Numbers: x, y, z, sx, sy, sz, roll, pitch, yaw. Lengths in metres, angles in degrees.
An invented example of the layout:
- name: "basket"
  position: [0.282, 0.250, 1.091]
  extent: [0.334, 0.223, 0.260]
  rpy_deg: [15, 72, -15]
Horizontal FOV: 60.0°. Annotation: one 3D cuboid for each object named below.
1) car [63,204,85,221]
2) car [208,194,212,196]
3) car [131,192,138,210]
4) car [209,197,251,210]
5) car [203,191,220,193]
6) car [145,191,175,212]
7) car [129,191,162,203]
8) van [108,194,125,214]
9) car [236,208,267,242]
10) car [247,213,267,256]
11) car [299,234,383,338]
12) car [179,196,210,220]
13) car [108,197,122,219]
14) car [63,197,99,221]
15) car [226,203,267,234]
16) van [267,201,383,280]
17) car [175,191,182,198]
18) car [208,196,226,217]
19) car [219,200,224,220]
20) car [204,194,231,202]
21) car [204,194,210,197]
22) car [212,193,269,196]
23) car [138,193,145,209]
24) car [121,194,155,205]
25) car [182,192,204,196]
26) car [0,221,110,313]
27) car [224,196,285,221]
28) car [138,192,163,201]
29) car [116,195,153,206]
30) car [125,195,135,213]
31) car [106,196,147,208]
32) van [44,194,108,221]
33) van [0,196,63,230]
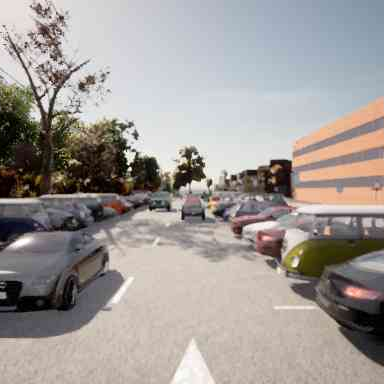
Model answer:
- name: "car"
  position: [-8.187, 1.509, 16.555]
  extent: [4.792, 1.488, 2.163]
  rpy_deg: [0, 1, 0]
- name: "car"
  position: [4.603, 1.298, 33.560]
  extent: [5.366, 1.575, 1.946]
  rpy_deg: [0, 1, 0]
- name: "car"
  position: [-8.181, 1.179, 33.368]
  extent: [4.553, 1.767, 2.185]
  rpy_deg: [0, 1, 0]
- name: "car"
  position: [4.421, 1.283, 39.212]
  extent: [4.674, 1.452, 2.002]
  rpy_deg: [0, 1, 0]
- name: "car"
  position: [4.425, 1.063, 56.164]
  extent: [5.008, 1.535, 2.097]
  rpy_deg: [0, 1, 0]
- name: "car"
  position: [-3.345, 1.018, 35.973]
  extent: [2.150, 2.045, 5.566]
  rpy_deg: [0, 1, 0]
- name: "car"
  position: [-8.125, 0.783, 58.778]
  extent: [5.566, 2.045, 2.435]
  rpy_deg: [0, 1, 0]
- name: "van"
  position: [-8.267, 1.136, 27.846]
  extent: [4.442, 1.987, 1.878]
  rpy_deg: [0, 1, 0]
- name: "car"
  position: [4.418, 1.547, 13.782]
  extent: [4.674, 1.452, 2.002]
  rpy_deg: [0, 1, 0]
- name: "car"
  position: [4.413, 1.571, 10.947]
  extent: [4.674, 1.452, 2.002]
  rpy_deg: [0, 1, 0]
- name: "car"
  position: [4.412, 1.559, 5.282]
  extent: [4.674, 1.452, 2.002]
  rpy_deg: [0, 0, 0]
- name: "car"
  position: [0.098, 1.382, 26.977]
  extent: [2.128, 1.511, 4.902]
  rpy_deg: [0, 1, 0]
- name: "car"
  position: [-8.159, 1.392, 25.023]
  extent: [4.892, 1.521, 2.231]
  rpy_deg: [0, 1, 0]
- name: "car"
  position: [-8.123, 1.325, 19.251]
  extent: [4.553, 1.767, 2.185]
  rpy_deg: [0, 1, 0]
- name: "car"
  position: [4.421, 1.477, 16.607]
  extent: [5.008, 1.535, 2.097]
  rpy_deg: [0, 1, 0]
- name: "van"
  position: [4.299, 1.309, 7.990]
  extent: [4.442, 1.987, 1.878]
  rpy_deg: [0, 0, 0]
- name: "car"
  position: [-3.244, 0.604, 76.772]
  extent: [2.097, 1.767, 4.553]
  rpy_deg: [0, 1, 0]
- name: "car"
  position: [4.232, 1.357, 27.909]
  extent: [5.366, 1.575, 1.946]
  rpy_deg: [0, 1, 0]
- name: "car"
  position: [4.414, 1.459, 22.259]
  extent: [4.674, 1.452, 2.002]
  rpy_deg: [0, 1, 0]
- name: "car"
  position: [4.422, 1.071, 58.992]
  extent: [4.674, 1.452, 2.002]
  rpy_deg: [0, 1, 0]
- name: "car"
  position: [4.232, 1.269, 36.386]
  extent: [5.366, 1.575, 1.946]
  rpy_deg: [0, 1, 0]
- name: "car"
  position: [4.386, 1.205, 30.734]
  extent: [4.553, 1.767, 2.185]
  rpy_deg: [0, 1, 0]
- name: "car"
  position: [-8.155, 1.245, 39.016]
  extent: [5.008, 1.535, 2.097]
  rpy_deg: [0, 1, 0]
- name: "car"
  position: [-8.146, 1.128, 50.435]
  extent: [4.892, 1.521, 2.231]
  rpy_deg: [0, 1, 0]
- name: "car"
  position: [0.103, 1.073, 43.262]
  extent: [2.097, 1.767, 4.553]
  rpy_deg: [0, 1, 0]
- name: "car"
  position: [-3.327, 1.617, 7.760]
  extent: [1.994, 1.385, 4.181]
  rpy_deg: [0, 0, 1]
- name: "car"
  position: [4.385, 1.323, 19.431]
  extent: [4.553, 1.767, 2.185]
  rpy_deg: [0, 1, 0]
- name: "car"
  position: [-8.090, 0.832, 64.559]
  extent: [4.553, 1.767, 2.185]
  rpy_deg: [0, 0, 0]
- name: "car"
  position: [-8.145, 1.156, 47.611]
  extent: [5.008, 1.535, 2.097]
  rpy_deg: [0, 1, 0]
- name: "car"
  position: [-8.156, 1.333, 30.546]
  extent: [5.008, 1.535, 2.097]
  rpy_deg: [0, 1, 0]
- name: "car"
  position: [-8.179, 1.244, 41.964]
  extent: [4.792, 1.488, 2.163]
  rpy_deg: [0, 1, 0]
- name: "van"
  position: [-8.271, 1.195, 22.196]
  extent: [4.442, 1.987, 1.878]
  rpy_deg: [0, 1, 0]
- name: "van"
  position: [-8.038, 1.283, 13.726]
  extent: [4.442, 1.987, 1.878]
  rpy_deg: [0, 1, 0]
